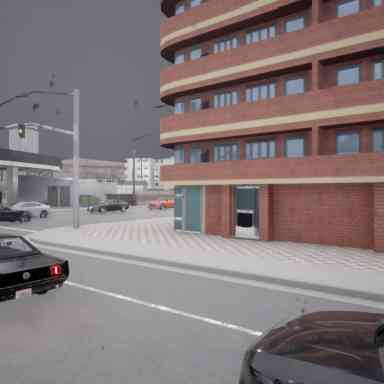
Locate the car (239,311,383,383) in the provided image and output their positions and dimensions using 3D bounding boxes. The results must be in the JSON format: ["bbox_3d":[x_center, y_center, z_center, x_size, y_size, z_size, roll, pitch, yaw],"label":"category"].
[{"bbox_3d":[2.651,1.514,2.104,4.892,1.490,1.837,0,0,35],"label":"car"}]

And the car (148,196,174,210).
[{"bbox_3d":[-3.670,1.389,43.183,2.097,1.767,4.553,0,0,35],"label":"car"}]

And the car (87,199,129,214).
[{"bbox_3d":[-8.907,1.509,35.595,2.128,1.511,4.902,0,0,35],"label":"car"}]

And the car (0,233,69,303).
[{"bbox_3d":[-4.929,1.599,7.496,4.718,1.301,1.895,0,0,36],"label":"car"}]

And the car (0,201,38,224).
[{"bbox_3d":[-13.366,1.520,22.651,1.812,1.442,4.674,0,0,35],"label":"car"}]

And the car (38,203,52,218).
[{"bbox_3d":[-14.133,1.523,27.951,1.812,1.442,4.674,0,0,34],"label":"car"}]
